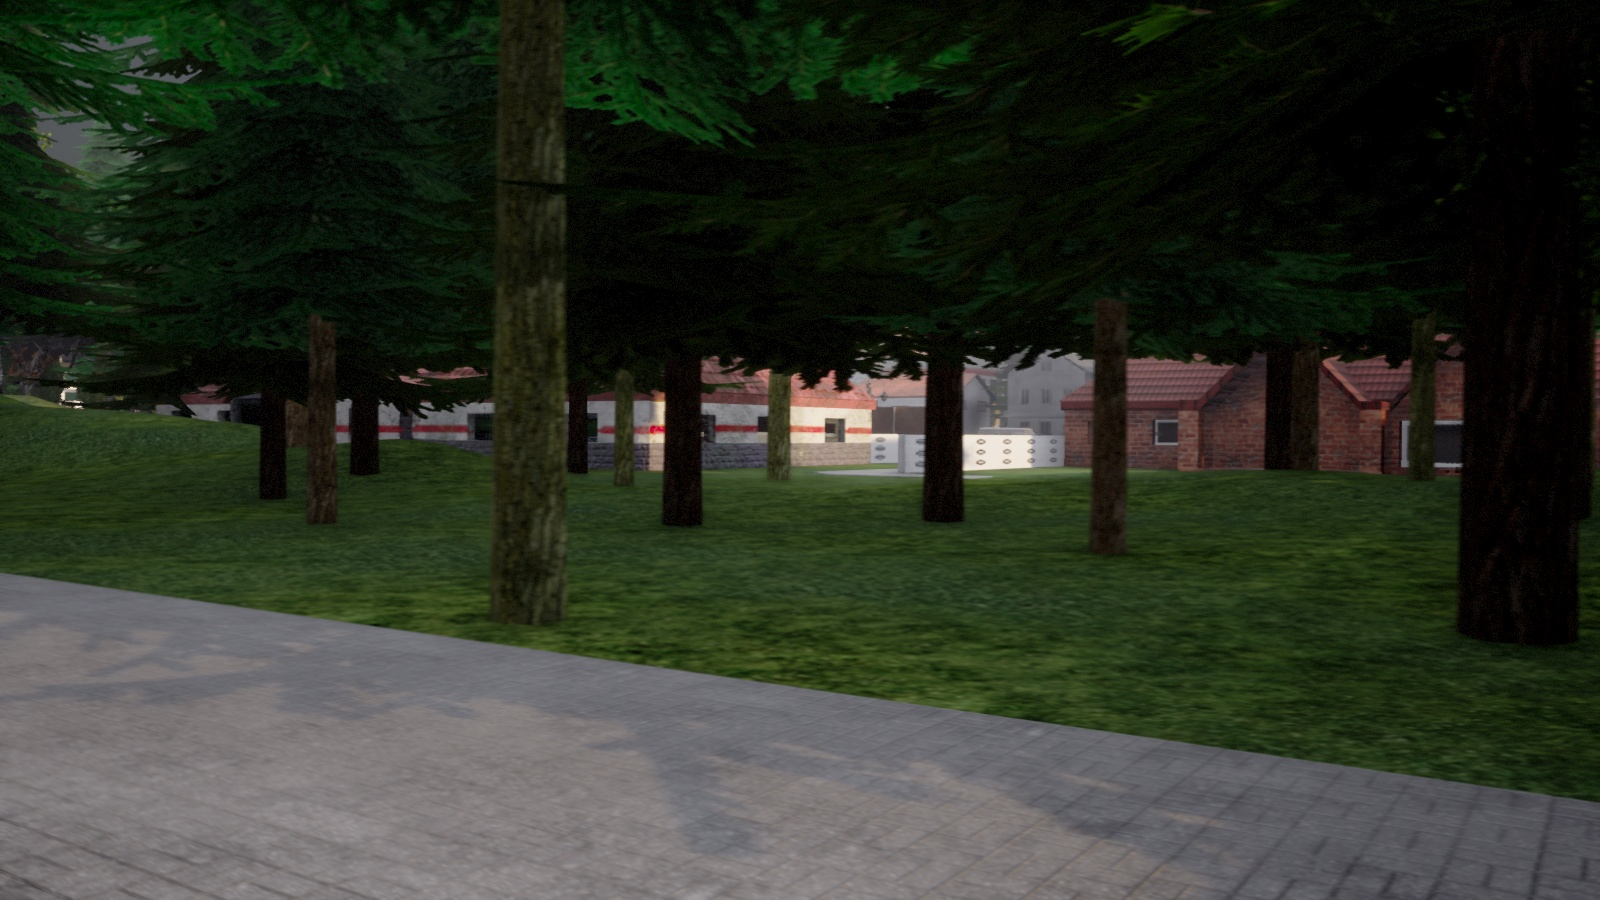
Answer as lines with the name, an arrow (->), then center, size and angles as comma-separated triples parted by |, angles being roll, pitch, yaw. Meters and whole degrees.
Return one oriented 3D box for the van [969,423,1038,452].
van -> 14.346, -0.854, 88.542 | 4.442, 1.987, 1.775 | 0, 1, 33
